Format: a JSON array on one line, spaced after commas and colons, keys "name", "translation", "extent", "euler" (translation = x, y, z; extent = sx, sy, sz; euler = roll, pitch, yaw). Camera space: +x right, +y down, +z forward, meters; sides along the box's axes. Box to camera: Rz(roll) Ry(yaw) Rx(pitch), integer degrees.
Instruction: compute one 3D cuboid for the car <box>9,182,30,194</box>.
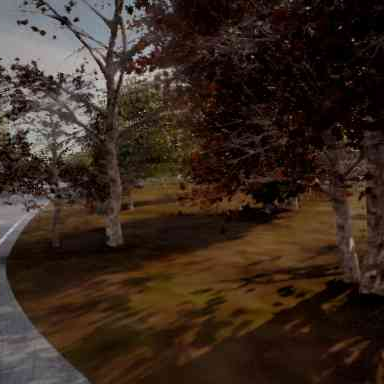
[{"name": "car", "translation": [-22.241, -0.554, 43.195], "extent": [2.033, 1.411, 5.357], "euler": [0, 4, -14]}]
